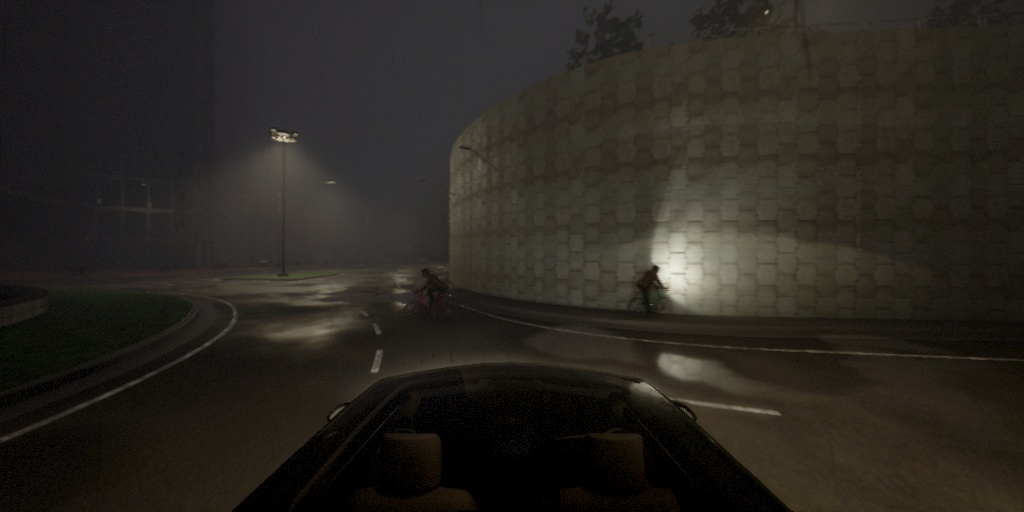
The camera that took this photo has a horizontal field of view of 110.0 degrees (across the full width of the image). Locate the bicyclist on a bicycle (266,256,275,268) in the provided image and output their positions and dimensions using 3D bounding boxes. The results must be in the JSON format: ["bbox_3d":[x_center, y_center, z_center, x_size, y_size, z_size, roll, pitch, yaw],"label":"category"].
[{"bbox_3d":[-31.169,0.788,46.283,0.582,1.620,1.656,0,-3,9],"label":"bicyclist on a bicycle"}]

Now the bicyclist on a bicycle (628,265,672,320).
[{"bbox_3d":[4.079,1.093,10.522,1.656,1.620,0.582,1,1,-21],"label":"bicyclist on a bicycle"}]

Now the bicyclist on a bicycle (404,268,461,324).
[{"bbox_3d":[-2.315,1.165,10.327,1.656,1.620,0.582,-2,0,-1],"label":"bicyclist on a bicycle"}]
